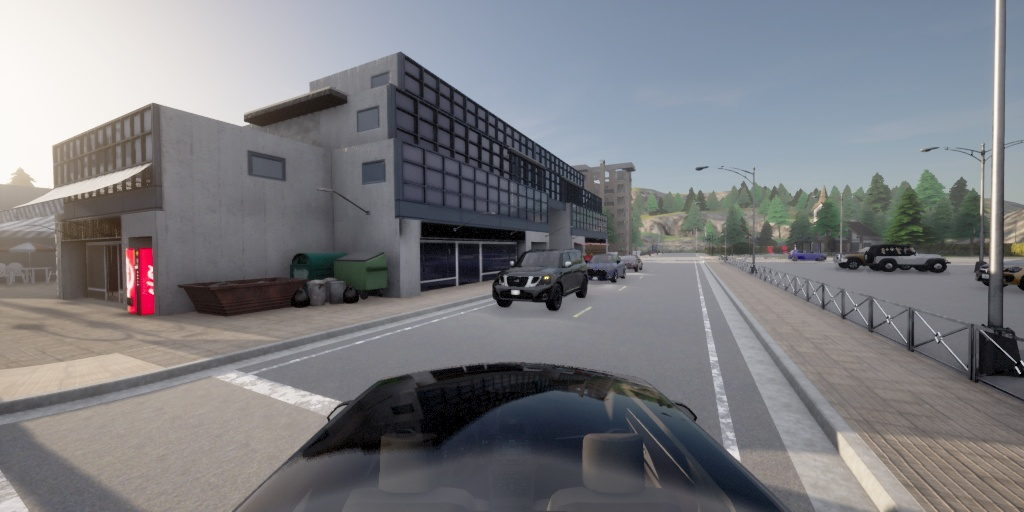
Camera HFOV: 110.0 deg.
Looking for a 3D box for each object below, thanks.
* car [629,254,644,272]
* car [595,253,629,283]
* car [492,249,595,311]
[{"bbox_3d":[10.384,0.594,31.736,1.812,1.442,4.674,0,1,27],"label":"car"},{"bbox_3d":[5.776,0.651,22.600,2.097,1.767,4.553,0,1,27],"label":"car"},{"bbox_3d":[1.350,0.743,13.816,2.150,2.045,5.566,0,1,27],"label":"car"}]
